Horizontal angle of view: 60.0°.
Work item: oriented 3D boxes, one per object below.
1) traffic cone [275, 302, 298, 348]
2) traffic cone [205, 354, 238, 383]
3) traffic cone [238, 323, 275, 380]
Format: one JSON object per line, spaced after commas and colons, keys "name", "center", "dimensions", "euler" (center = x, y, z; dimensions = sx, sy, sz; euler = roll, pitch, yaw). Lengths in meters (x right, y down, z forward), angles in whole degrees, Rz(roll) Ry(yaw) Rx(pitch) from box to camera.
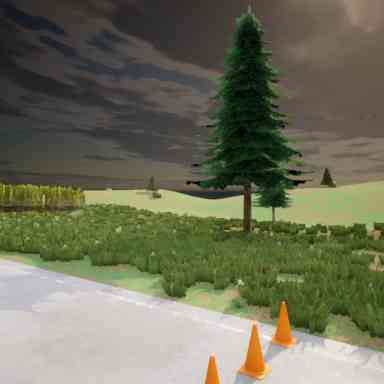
{"name": "traffic cone", "center": [1.378, 1.955, 5.007], "dimensions": [0.340, 0.580, 0.340], "euler": [0, 0, 36]}
{"name": "traffic cone", "center": [0.209, 1.955, 3.385], "dimensions": [0.340, 0.580, 0.340], "euler": [0, 0, 36]}
{"name": "traffic cone", "center": [0.793, 1.955, 4.196], "dimensions": [0.340, 0.580, 0.340], "euler": [0, 0, 36]}
